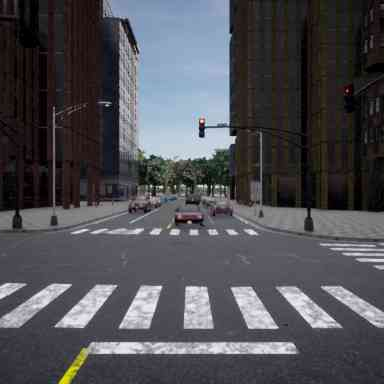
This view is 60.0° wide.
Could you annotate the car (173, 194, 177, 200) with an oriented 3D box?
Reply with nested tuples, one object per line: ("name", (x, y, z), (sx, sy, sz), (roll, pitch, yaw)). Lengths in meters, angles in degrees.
("car", (-5.736, 1.596, 86.053), (1.947, 1.339, 4.313), (0, 0, 0))

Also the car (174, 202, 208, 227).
("car", (-0.256, 1.601, 23.038), (1.895, 1.301, 4.718), (0, 0, -3))

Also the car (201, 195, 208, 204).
("car", (2.777, 1.560, 47.987), (2.008, 1.369, 4.403), (0, 0, 0))

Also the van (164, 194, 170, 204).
("van", (-5.743, 1.358, 64.303), (1.690, 1.788, 3.998), (0, 0, 0))

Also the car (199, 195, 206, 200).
("car", (2.790, 1.560, 91.658), (1.752, 1.417, 4.829), (0, 0, 0))

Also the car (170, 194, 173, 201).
("car", (-5.741, 1.570, 69.740), (2.008, 1.369, 4.403), (0, 0, 0))

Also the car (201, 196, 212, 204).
("car", (2.782, 1.542, 64.470), (1.752, 1.417, 4.829), (0, 0, 0))

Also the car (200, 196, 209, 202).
("car", (2.786, 1.548, 75.345), (1.752, 1.417, 4.829), (0, 0, 0))

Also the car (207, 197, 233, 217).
("car", (2.772, 1.444, 31.675), (1.967, 1.590, 4.097), (0, 0, 0))

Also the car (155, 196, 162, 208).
("car", (-5.748, 1.591, 47.990), (1.802, 1.307, 4.206), (0, 0, 0))

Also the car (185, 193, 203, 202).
("car", (0.116, 1.234, 51.273), (2.150, 2.045, 5.566), (0, 0, 0))

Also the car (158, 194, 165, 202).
("car", (-5.746, 1.537, 53.258), (1.752, 1.417, 4.829), (0, 0, 0))

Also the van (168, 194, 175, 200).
("van", (-5.735, 1.376, 91.491), (1.690, 1.788, 3.998), (0, 0, 0))

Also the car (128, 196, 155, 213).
("car", (-5.752, 1.321, 37.115), (2.192, 1.841, 5.009), (0, 0, 0))

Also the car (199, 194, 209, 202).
("car", (2.787, 1.341, 80.613), (2.192, 1.841, 5.009), (0, 0, 0))
